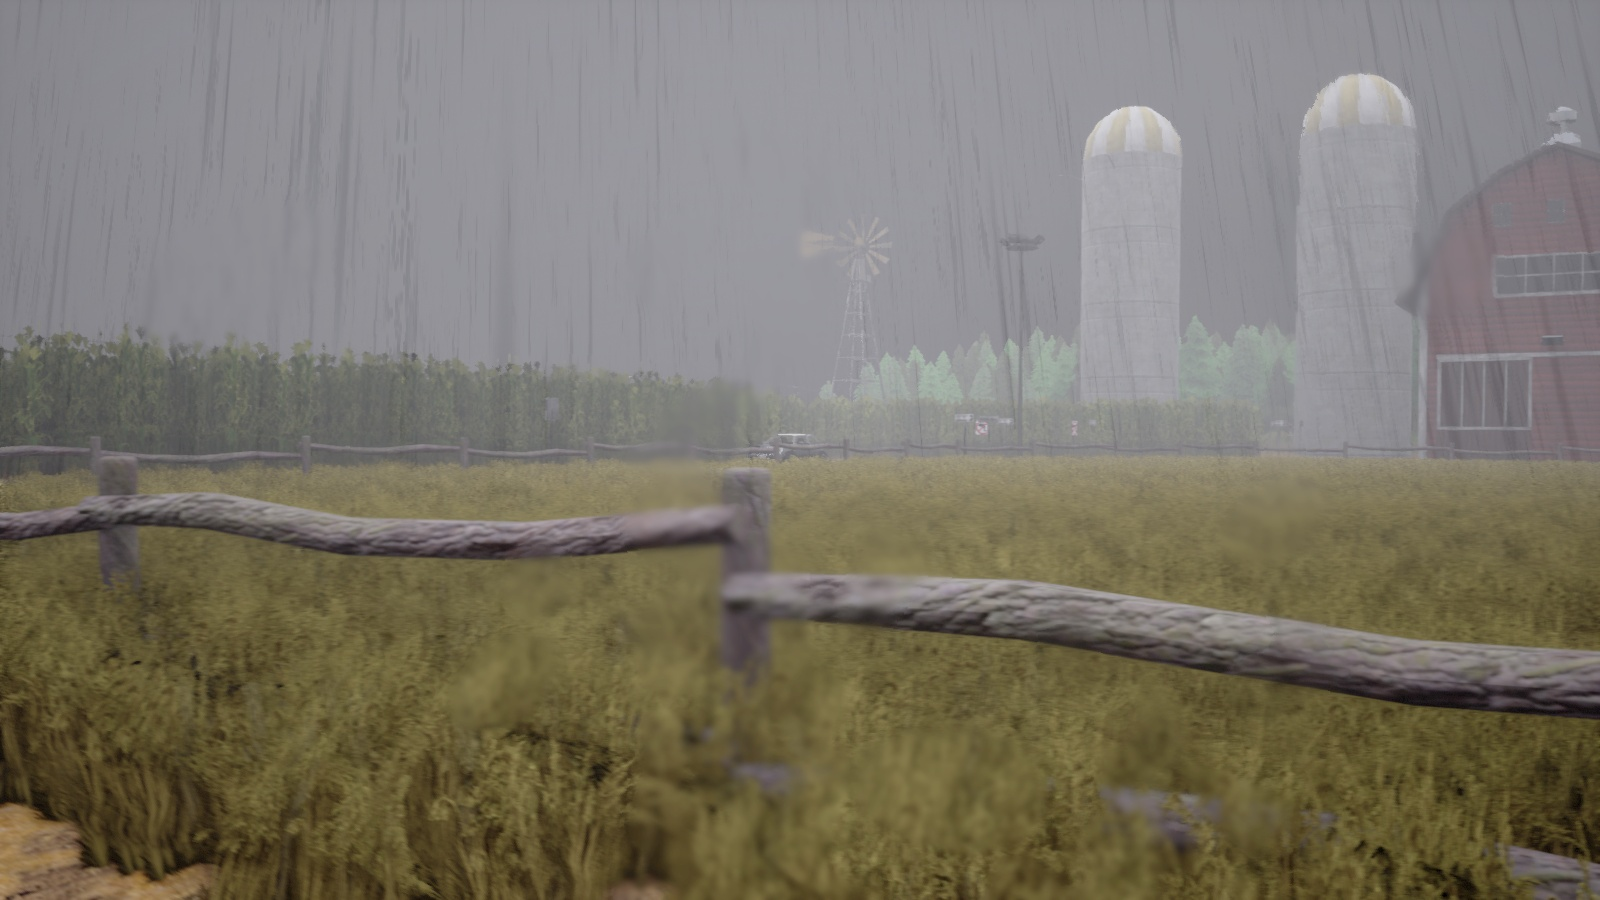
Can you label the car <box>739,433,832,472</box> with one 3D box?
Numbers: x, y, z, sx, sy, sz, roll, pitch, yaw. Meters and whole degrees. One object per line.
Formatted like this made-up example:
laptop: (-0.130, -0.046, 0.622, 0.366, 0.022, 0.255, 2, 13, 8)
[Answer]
car: (-0.549, 0.058, 50.046, 1.970, 1.475, 3.806, 0, 1, 32)
